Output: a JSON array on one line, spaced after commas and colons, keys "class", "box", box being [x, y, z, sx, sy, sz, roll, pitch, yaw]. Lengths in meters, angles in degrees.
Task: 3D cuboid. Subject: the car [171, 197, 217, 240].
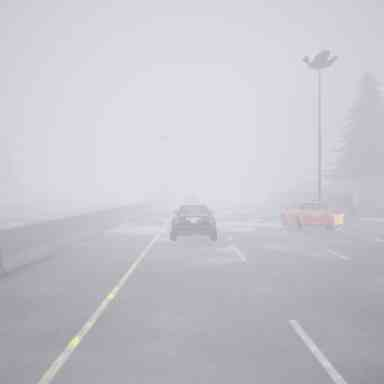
[{"class": "car", "box": [0.079, 1.352, 17.122, 2.097, 1.767, 4.553, 0, 0, 0]}]

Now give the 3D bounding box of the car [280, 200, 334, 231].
[{"class": "car", "box": [7.069, 1.351, 20.934, 2.097, 1.767, 4.553, 0, 0, 0]}]

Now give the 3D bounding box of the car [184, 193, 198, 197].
[{"class": "car", "box": [-0.012, 1.218, 47.608, 2.150, 2.045, 5.566, 0, 0, 0]}]
